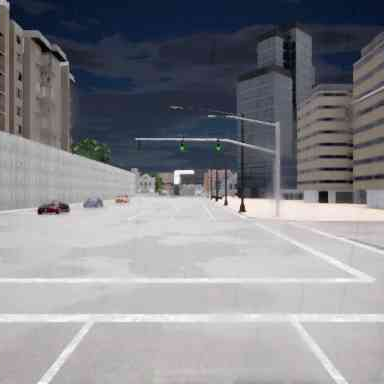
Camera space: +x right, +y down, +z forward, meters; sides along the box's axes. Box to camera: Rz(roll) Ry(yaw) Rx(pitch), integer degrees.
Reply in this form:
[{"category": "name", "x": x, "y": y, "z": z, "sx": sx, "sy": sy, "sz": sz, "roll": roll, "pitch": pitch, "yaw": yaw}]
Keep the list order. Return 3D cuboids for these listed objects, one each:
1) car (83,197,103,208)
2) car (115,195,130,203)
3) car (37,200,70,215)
[{"category": "car", "x": -13.971, "y": 1.512, "z": 47.280, "sx": 1.812, "sy": 1.442, "sz": 4.674, "roll": 0, "pitch": 0, "yaw": 0}, {"category": "car", "x": -13.842, "y": 1.330, "z": 66.161, "sx": 2.097, "sy": 1.767, "sz": 4.553, "roll": 0, "pitch": 0, "yaw": 0}, {"category": "car", "x": -14.010, "y": 1.553, "z": 33.883, "sx": 1.994, "sy": 1.385, "sz": 4.181, "roll": 0, "pitch": 0, "yaw": 0}]
